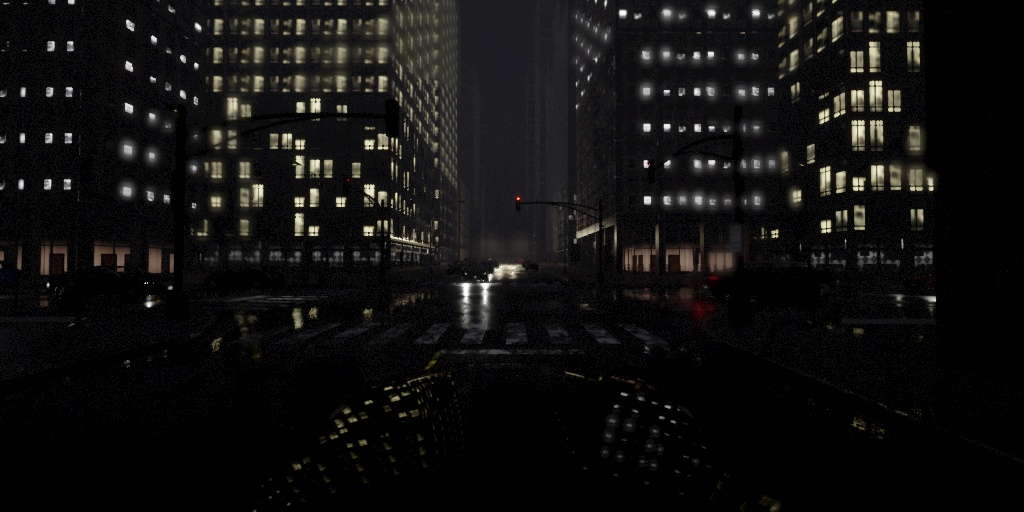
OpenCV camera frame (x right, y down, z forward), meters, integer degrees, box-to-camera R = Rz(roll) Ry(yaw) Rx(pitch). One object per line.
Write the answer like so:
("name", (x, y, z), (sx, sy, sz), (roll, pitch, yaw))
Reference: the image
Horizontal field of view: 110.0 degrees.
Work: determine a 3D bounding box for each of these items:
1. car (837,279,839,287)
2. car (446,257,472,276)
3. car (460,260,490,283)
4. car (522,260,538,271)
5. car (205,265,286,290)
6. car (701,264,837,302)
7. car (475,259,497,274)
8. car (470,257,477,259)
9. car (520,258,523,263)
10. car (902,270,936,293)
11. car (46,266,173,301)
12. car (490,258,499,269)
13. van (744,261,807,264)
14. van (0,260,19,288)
("car", (14.871, 1.321, 19.553), (4.892, 1.490, 1.837), (0, -1, 0))
("car", (-5.694, 1.203, 37.634), (1.967, 1.591, 4.097), (0, 0, 0))
("car", (-2.842, 1.286, 28.652), (1.812, 1.442, 4.674), (0, 0, -4))
("car", (2.686, 1.350, 48.847), (1.802, 1.307, 4.207), (0, 0, 0))
("car", (-16.495, 1.255, 22.196), (4.097, 1.591, 1.967), (0, 0, 0))
("car", (11.341, 1.241, 16.448), (4.902, 1.511, 2.128), (0, -1, 2))
("car", (-3.103, 1.327, 41.524), (1.994, 1.385, 4.181), (0, 0, 0))
("car", (-5.695, 1.083, 48.784), (2.192, 1.841, 5.009), (0, 0, 0))
("car", (2.685, 1.298, 60.172), (1.751, 1.417, 4.829), (0, 0, 0))
("car", (24.351, 1.313, 19.529), (5.008, 1.535, 1.882), (0, -1, 0))
("car", (-18.089, 1.191, 16.424), (4.902, 1.511, 2.128), (0, -1, 0))
("car", (-3.081, 1.320, 59.365), (2.033, 1.411, 5.357), (0, 0, 0))
("van", (15.979, 1.210, 22.125), (3.998, 1.789, 1.690), (0, 0, 0))
("van", (-33.440, 1.132, 22.232), (3.998, 1.789, 1.690), (0, 0, 0))
